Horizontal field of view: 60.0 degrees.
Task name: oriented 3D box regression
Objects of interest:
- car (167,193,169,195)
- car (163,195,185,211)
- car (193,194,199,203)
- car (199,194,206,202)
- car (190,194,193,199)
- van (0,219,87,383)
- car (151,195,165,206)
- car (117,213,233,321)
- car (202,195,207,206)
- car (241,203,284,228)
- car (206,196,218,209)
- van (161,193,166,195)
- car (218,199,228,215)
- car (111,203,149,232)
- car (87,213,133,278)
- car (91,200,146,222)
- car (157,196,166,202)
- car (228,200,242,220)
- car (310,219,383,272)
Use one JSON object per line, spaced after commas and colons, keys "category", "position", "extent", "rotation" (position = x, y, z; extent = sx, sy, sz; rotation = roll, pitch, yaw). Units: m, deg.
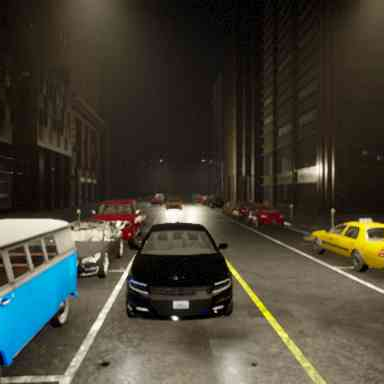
{"category": "car", "position": [-7.813, 1.580, 88.458], "extent": [1.802, 1.307, 4.206], "rotation": [0, 0, -3]}
{"category": "car", "position": [-2.149, 1.466, 40.000], "extent": [1.882, 1.535, 5.008], "rotation": [0, 0, -3]}
{"category": "car", "position": [2.037, 1.309, 66.549], "extent": [2.192, 1.841, 5.009], "rotation": [0, 0, -3]}
{"category": "car", "position": [2.707, 1.432, 55.331], "extent": [1.967, 1.590, 4.097], "rotation": [0, 0, -3]}
{"category": "car", "position": [1.366, 1.547, 77.766], "extent": [2.008, 1.369, 4.403], "rotation": [0, 0, -3]}
{"category": "van", "position": [-2.785, 1.339, 4.332], "extent": [1.690, 1.788, 3.998], "rotation": [0, 0, -3]}
{"category": "car", "position": [-5.802, 1.572, 54.808], "extent": [1.802, 1.307, 4.206], "rotation": [0, 0, -3]}
{"category": "car", "position": [-0.315, 1.474, 7.650], "extent": [1.882, 1.535, 5.008], "rotation": [0, 0, -3]}
{"category": "car", "position": [3.042, 1.536, 49.723], "extent": [1.887, 1.381, 4.507], "rotation": [0, 0, -3]}
{"category": "car", "position": [4.718, 1.574, 21.679], "extent": [1.802, 1.307, 4.206], "rotation": [0, 0, -3]}
{"category": "car", "position": [3.377, 1.556, 44.114], "extent": [1.947, 1.339, 4.313], "rotation": [0, 0, -3]}
{"category": "van", "position": [-6.472, 1.333, 66.024], "extent": [1.690, 1.788, 3.998], "rotation": [0, 0, -3]}
{"category": "car", "position": [4.038, 1.515, 33.066], "extent": [1.752, 1.417, 4.829], "rotation": [0, 0, -3]}
{"category": "car", "position": [-3.781, 1.516, 20.988], "extent": [1.752, 1.417, 4.829], "rotation": [0, 0, -3]}
{"category": "car", "position": [-3.120, 1.546, 9.940], "extent": [2.008, 1.369, 4.403], "rotation": [0, 0, -3]}
{"category": "car", "position": [-3.455, 1.308, 15.549], "extent": [2.192, 1.841, 5.009], "rotation": [0, 0, -3]}
{"category": "car", "position": [-7.143, 1.561, 77.241], "extent": [1.947, 1.339, 4.313], "rotation": [0, 0, -3]}
{"category": "car", "position": [4.383, 1.572, 27.287], "extent": [1.802, 1.307, 4.206], "rotation": [0, 0, -3]}
{"category": "car", "position": [5.379, 1.522, 10.631], "extent": [1.752, 1.417, 4.829], "rotation": [0, 0, -3]}
